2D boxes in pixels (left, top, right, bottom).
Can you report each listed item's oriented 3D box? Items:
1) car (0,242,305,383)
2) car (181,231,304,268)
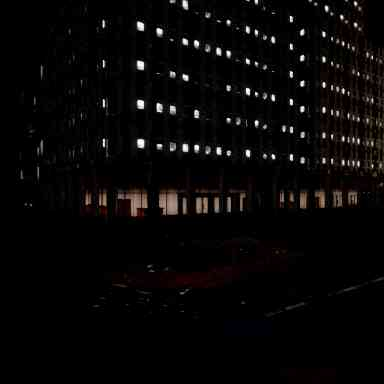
[{"bbox_3d":[-1.569,1.477,2.259,5.008,1.535,1.882,0,0,-36],"label":"car"},{"bbox_3d":[0.285,1.525,6.767,4.829,1.417,1.752,0,0,-36],"label":"car"}]
